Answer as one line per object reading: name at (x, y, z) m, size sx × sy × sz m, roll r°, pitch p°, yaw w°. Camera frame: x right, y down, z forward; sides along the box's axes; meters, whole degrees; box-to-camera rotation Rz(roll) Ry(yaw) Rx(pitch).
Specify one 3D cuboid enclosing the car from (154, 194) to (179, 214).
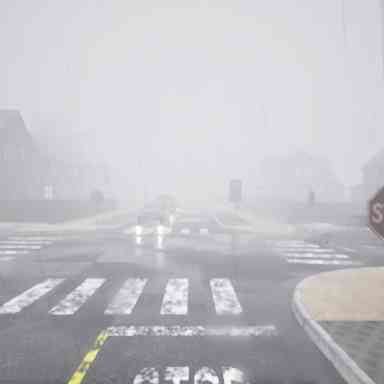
car at (-2.908, 1.255, 36.568) m, size 2.150 × 2.045 × 5.566 m, roll 0°, pitch 0°, yaw 0°

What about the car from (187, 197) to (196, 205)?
car at (-0.115, 1.730, 66.953) m, size 1.837 × 1.490 × 4.892 m, roll 0°, pitch 0°, yaw 0°

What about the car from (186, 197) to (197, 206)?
car at (-0.097, 1.712, 56.945) m, size 1.994 × 1.385 × 4.181 m, roll 0°, pitch 0°, yaw 0°

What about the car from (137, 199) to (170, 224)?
car at (-2.892, 1.530, 24.899) m, size 1.812 × 1.442 × 4.674 m, roll 0°, pitch 0°, yaw 0°

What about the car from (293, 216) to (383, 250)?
car at (6.890, 1.685, 14.365) m, size 4.718 × 1.301 × 1.895 m, roll 1°, pitch 1°, yaw -4°
